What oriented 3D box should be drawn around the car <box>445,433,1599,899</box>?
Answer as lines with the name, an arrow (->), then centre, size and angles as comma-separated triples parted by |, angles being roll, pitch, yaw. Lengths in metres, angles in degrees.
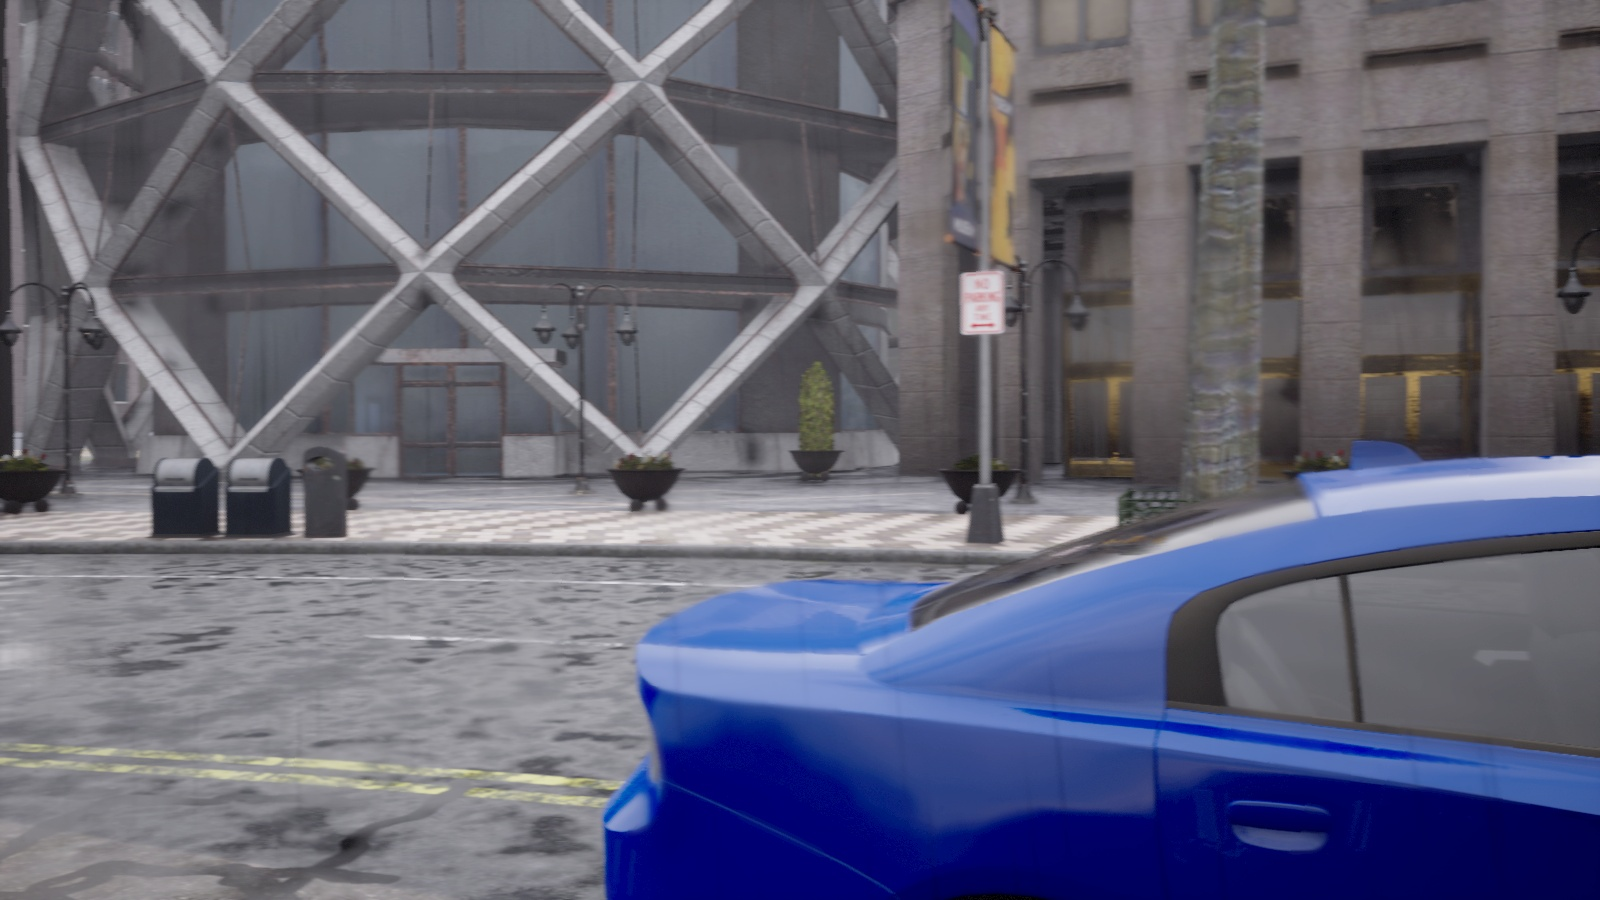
car -> 1.975, 0.767, 2.517 | 5.008, 1.535, 1.882 | 1, 1, 20
